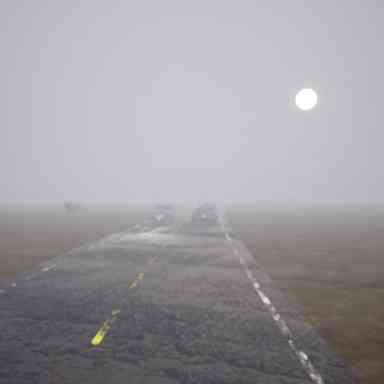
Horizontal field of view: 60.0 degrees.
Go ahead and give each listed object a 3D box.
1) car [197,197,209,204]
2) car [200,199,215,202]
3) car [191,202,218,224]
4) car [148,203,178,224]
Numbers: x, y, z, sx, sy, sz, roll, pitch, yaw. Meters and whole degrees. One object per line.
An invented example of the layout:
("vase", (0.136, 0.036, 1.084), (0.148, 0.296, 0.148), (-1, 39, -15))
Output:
("car", (2.279, 1.614, 66.529), (1.994, 1.385, 4.181), (0, 0, 9))
("car", (2.371, 1.857, 43.163), (1.994, 1.385, 4.181), (0, 0, 6))
("car", (1.019, 1.746, 26.546), (1.994, 1.385, 4.181), (0, 0, 4))
("car", (-2.215, 1.669, 26.260), (2.128, 1.511, 4.902), (0, 0, 4))
